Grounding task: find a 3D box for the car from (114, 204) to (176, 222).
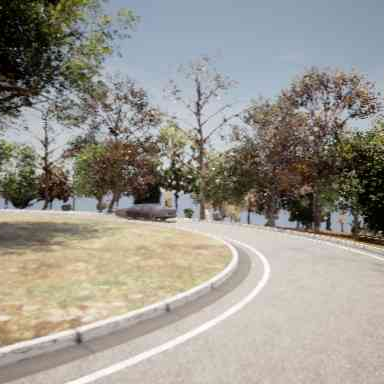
[{"bbox_3d":[-4.008,1.692,28.447,5.357,1.411,2.033,2,-1,25],"label":"car"}]
